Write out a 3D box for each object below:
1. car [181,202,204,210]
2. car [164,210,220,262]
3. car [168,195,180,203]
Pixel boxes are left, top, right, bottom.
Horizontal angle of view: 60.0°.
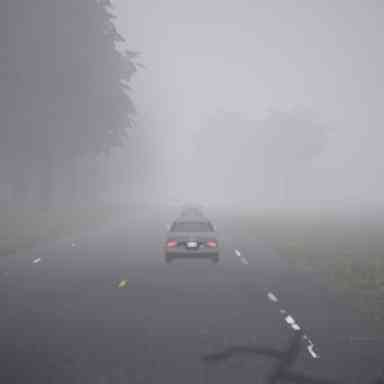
[{"bbox_3d":[0.029,1.627,28.886,1.812,1.442,4.674,0,0,1],"label":"car"},{"bbox_3d":[0.011,1.633,12.517,2.033,1.411,5.357,0,0,0],"label":"car"},{"bbox_3d":[-3.509,1.329,65.683,1.837,1.490,4.892,0,1,0],"label":"car"}]
